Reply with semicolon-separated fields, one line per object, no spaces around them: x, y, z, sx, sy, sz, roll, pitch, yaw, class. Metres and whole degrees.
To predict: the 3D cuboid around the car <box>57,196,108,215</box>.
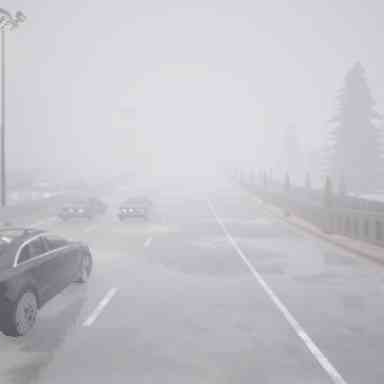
-7.031;0.955;21.870;2.033;1.411;5.357;0;4;0;car

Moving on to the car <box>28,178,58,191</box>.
-17.772;-0.969;40.821;1.812;1.442;4.674;0;7;0;car

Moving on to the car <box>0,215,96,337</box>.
-3.468;1.470;6.572;2.128;1.511;4.902;0;1;0;car

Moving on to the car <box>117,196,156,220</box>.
-3.534;0.956;21.853;2.033;1.411;5.357;0;4;0;car

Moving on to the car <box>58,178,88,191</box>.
-14.273;-0.969;40.830;1.812;1.442;4.674;0;7;0;car

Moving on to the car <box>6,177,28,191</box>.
-21.271;-1.016;40.800;1.882;1.535;5.008;0;7;0;car
